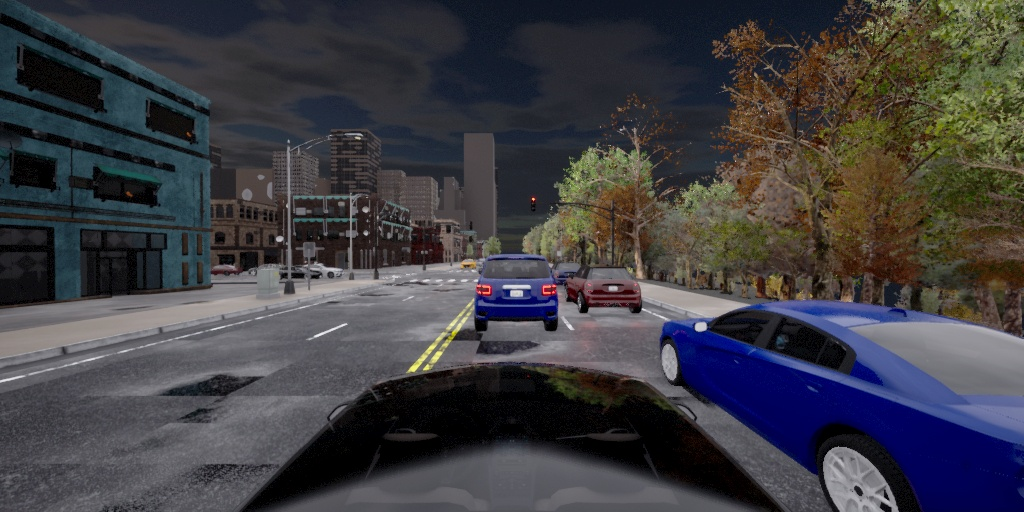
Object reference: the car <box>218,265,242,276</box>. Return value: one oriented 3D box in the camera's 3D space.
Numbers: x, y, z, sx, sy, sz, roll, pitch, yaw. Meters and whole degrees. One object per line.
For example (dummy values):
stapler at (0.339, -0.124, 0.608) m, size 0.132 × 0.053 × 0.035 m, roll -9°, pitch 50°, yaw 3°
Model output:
car at (-33.774, 1.650, 41.777) m, size 4.207 × 1.307 × 1.802 m, roll 0°, pitch 0°, yaw 0°

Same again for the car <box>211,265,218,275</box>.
car at (-33.435, 1.345, 35.977) m, size 5.566 × 2.045 × 2.150 m, roll -1°, pitch 1°, yaw 0°

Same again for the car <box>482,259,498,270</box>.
car at (-3.272, 1.228, 54.543) m, size 2.128 × 1.511 × 4.902 m, roll 0°, pitch 0°, yaw 1°

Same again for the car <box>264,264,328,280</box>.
car at (-19.915, 1.561, 33.243) m, size 4.313 × 1.339 × 1.948 m, roll 0°, pitch 0°, yaw 0°

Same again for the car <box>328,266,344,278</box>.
car at (-19.333, 1.487, 35.954) m, size 4.674 × 1.442 × 1.812 m, roll -1°, pitch 1°, yaw -1°

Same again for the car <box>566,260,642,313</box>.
car at (3.362, 1.100, 14.029) m, size 2.097 × 1.767 × 4.553 m, roll 0°, pitch 0°, yaw 0°

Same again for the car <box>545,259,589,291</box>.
car at (3.373, 1.098, 22.867) m, size 2.097 × 1.767 × 4.553 m, roll 0°, pitch 0°, yaw 0°

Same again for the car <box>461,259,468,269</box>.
car at (-6.532, 1.214, 54.277) m, size 1.882 × 1.535 × 5.008 m, roll 0°, pitch 0°, yaw 0°

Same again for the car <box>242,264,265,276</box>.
car at (-28.239, 1.556, 41.764) m, size 4.403 × 1.370 × 2.007 m, roll 0°, pitch 0°, yaw 0°

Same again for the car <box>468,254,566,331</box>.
car at (0.107, 0.970, 11.067) m, size 2.150 × 2.045 × 5.566 m, roll 0°, pitch 0°, yaw 0°

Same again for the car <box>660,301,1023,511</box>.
car at (3.350, 1.227, 3.934) m, size 1.882 × 1.535 × 5.008 m, roll 0°, pitch 0°, yaw 0°

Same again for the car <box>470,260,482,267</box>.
car at (-6.481, 1.333, 64.797) m, size 1.895 × 1.301 × 4.718 m, roll 0°, pitch 0°, yaw -2°
